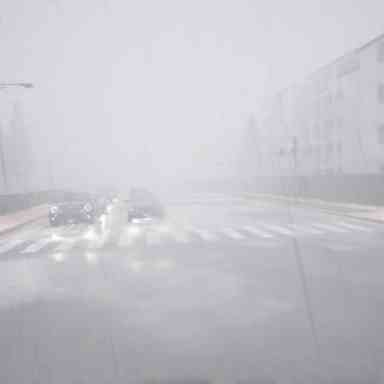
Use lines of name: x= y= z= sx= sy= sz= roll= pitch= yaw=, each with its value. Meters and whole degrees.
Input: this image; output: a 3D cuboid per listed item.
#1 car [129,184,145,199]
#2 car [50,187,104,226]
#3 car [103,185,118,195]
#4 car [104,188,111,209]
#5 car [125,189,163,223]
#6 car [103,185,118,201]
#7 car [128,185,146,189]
car: x=-6.952 y=-0.127 z=41.654 sx=1.882 sy=1.535 sz=5.008 roll=-2 pitch=3 yaw=-11
car: x=-6.274 y=0.744 z=18.222 sx=2.097 sy=1.767 sz=4.553 roll=-2 pitch=3 yaw=-10
car: x=-12.761 y=-0.345 z=52.097 sx=1.812 sy=1.442 sz=4.674 roll=-3 pitch=3 yaw=-19
car: x=-7.223 y=0.691 z=24.139 sx=1.812 sy=1.442 sz=4.674 roll=-2 pitch=3 yaw=-10
car: x=-2.776 y=0.778 z=18.827 sx=1.812 sy=1.442 sz=4.674 roll=-2 pitch=3 yaw=-12
car: x=-9.077 y=0.295 z=33.868 sx=2.128 sy=1.511 sz=4.902 roll=-2 pitch=2 yaw=-10
car: x=-4.412 y=0.411 z=27.690 sx=2.128 sy=1.511 sz=4.902 roll=-2 pitch=3 yaw=-10
